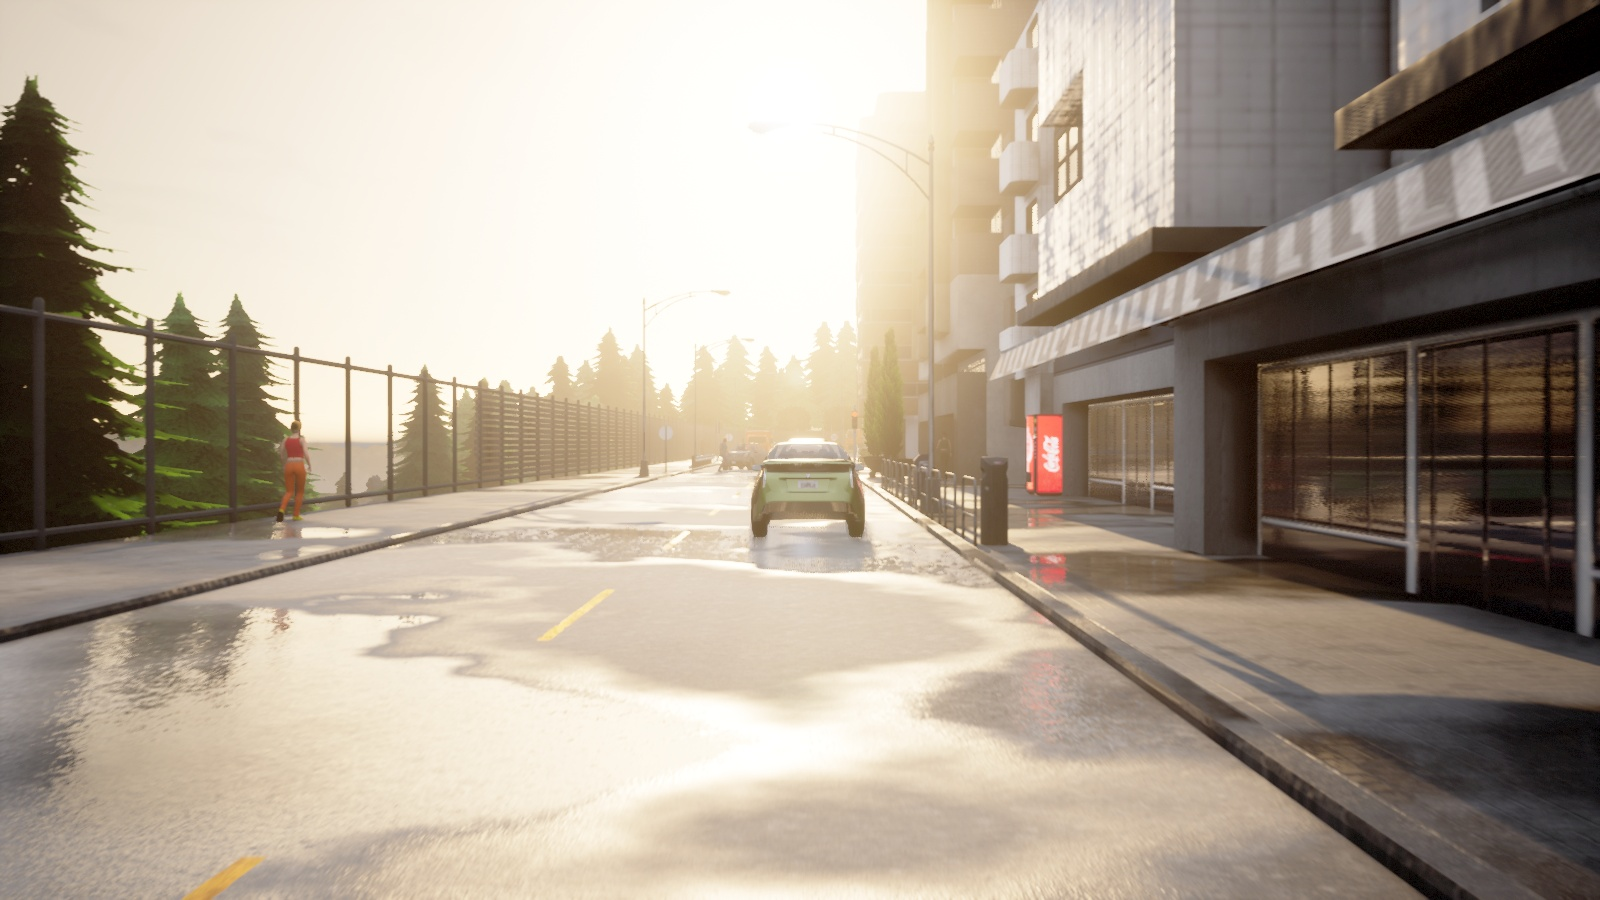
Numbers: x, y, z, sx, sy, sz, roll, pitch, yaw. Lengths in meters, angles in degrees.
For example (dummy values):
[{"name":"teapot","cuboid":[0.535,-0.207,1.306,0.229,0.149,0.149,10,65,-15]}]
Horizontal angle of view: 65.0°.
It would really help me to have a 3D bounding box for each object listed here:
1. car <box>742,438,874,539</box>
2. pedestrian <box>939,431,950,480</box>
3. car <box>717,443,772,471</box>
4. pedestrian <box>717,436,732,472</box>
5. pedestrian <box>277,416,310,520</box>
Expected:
[{"name":"car","cuboid":[0.134,0.573,21.369,2.007,1.525,4.514,0,0,0]},{"name":"pedestrian","cuboid":[5.458,0.194,47.326,0.345,1.836,0.594,0,0,1]},{"name":"car","cuboid":[-3.013,0.371,68.666,1.845,1.501,3.633,0,0,18]},{"name":"pedestrian","cuboid":[-3.857,0.183,63.967,0.706,1.836,0.354,0,0,24]},{"name":"pedestrian","cuboid":[-9.050,0.323,22.446,0.345,1.836,0.594,0,0,0]}]
